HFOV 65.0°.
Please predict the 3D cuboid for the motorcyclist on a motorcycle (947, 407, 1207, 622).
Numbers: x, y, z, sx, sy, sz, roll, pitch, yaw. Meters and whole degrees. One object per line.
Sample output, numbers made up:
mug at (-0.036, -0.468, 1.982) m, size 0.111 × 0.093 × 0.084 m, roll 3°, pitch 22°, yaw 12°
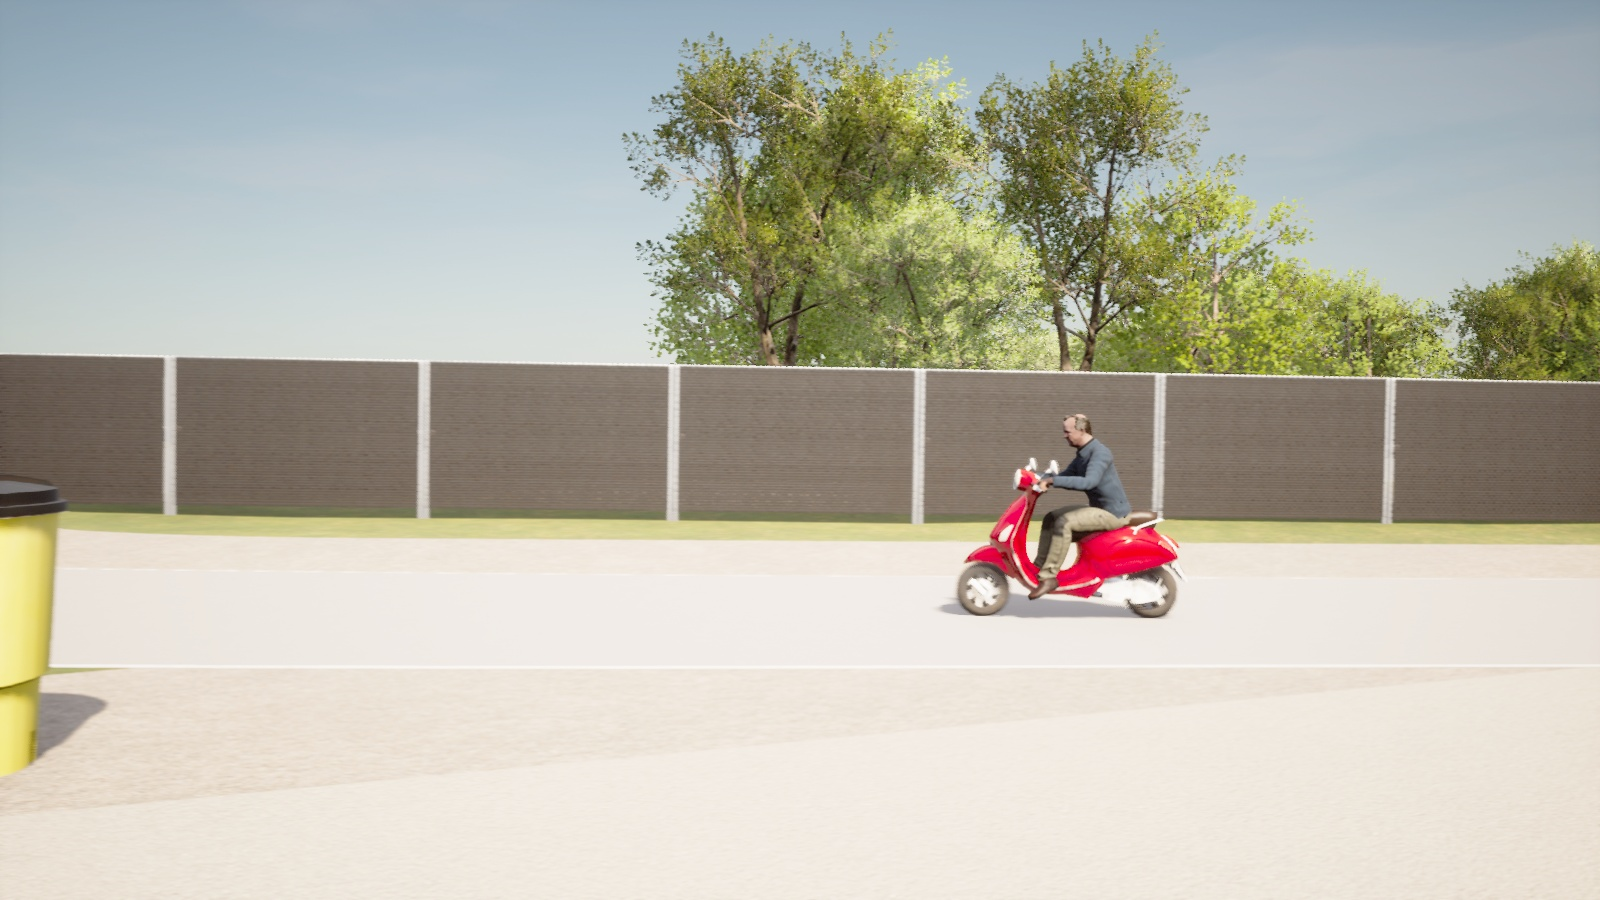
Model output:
motorcyclist on a motorcycle at (2.115, 0.468, 9.770) m, size 1.817 × 1.590 × 0.866 m, roll 0°, pitch 1°, yaw -1°
